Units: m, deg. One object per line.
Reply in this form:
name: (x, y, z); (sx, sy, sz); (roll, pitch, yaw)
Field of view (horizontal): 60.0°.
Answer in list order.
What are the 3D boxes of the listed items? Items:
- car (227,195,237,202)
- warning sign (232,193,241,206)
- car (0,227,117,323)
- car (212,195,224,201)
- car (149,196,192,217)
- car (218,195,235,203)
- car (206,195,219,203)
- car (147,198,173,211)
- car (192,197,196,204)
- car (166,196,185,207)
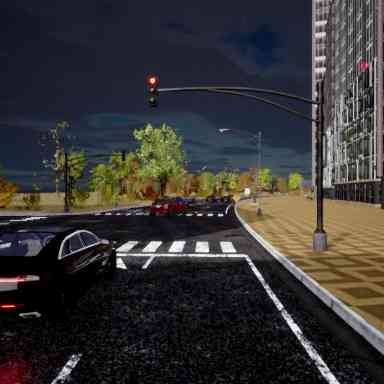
car: (9.658, 1.500, 80.412); (1.882, 1.535, 5.008); (0, 0, 14)
warning sign: (6.482, 1.123, 48.260); (1.300, 1.860, 1.060); (0, 0, 8)
car: (-2.989, 1.491, 7.163); (2.128, 1.511, 4.902); (0, 0, 1)
car: (6.347, 1.409, 80.538); (2.033, 1.411, 5.357); (0, 0, 14)
car: (-2.160, 1.352, 31.570); (2.097, 1.767, 4.553); (0, 0, 24)
car: (7.154, 1.493, 68.228); (1.882, 1.535, 5.008); (0, 0, 11)
car: (4.137, 1.485, 70.423); (1.882, 1.535, 5.008); (0, 0, 12)
car: (-3.909, 1.548, 41.487); (2.033, 1.411, 5.357); (0, 0, 7)
car: (-0.482, 1.555, 63.731); (2.033, 1.411, 5.357); (0, 0, 11)
car: (-2.504, 1.481, 51.705); (1.882, 1.535, 5.008); (0, 0, 9)
